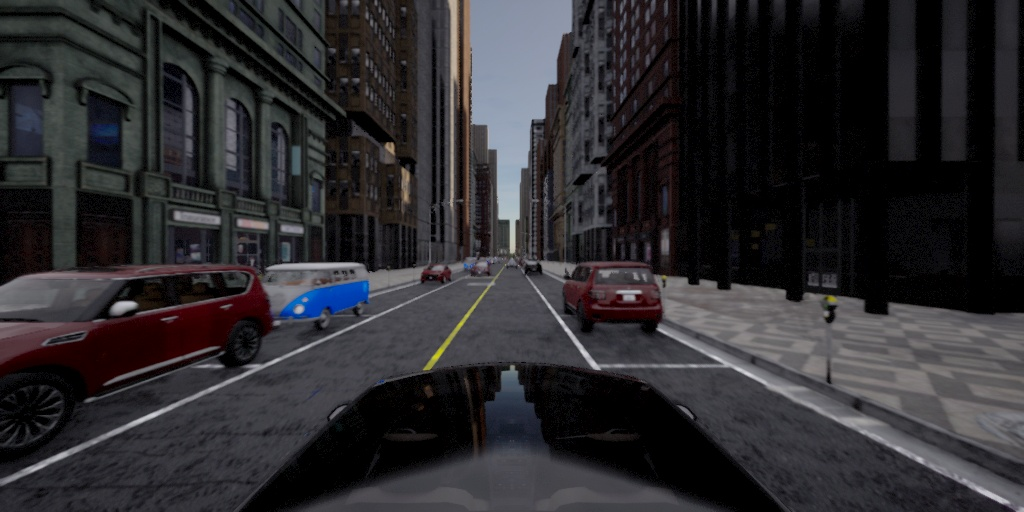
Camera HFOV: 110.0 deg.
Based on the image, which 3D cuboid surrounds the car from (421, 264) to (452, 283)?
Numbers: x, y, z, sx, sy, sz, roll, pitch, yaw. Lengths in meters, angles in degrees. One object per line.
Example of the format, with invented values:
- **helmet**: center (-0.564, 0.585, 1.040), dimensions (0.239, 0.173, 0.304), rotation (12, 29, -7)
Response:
- **car**: center (-5.768, 1.315, 27.725), dimensions (1.888, 1.381, 4.507), rotation (0, 0, 0)

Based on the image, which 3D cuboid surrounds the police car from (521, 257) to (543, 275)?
- **police car**: center (2.358, 1.211, 40.438), dimensions (1.930, 1.638, 5.238), rotation (0, 0, 0)

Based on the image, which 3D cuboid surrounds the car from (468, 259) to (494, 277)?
- **car**: center (-3.097, 1.306, 36.665), dimensions (1.812, 1.442, 4.674), rotation (0, 0, 0)

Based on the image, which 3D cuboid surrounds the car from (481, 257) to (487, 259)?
- **car**: center (-5.776, 1.378, 61.545), dimensions (1.948, 1.339, 4.313), rotation (0, 0, 0)

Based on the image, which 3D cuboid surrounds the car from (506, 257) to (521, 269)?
- **car**: center (-0.012, 1.356, 58.567), dimensions (2.033, 1.411, 5.357), rotation (0, 0, 0)

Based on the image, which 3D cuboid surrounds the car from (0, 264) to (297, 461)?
- **car**: center (-5.764, 1.066, 5.178), dimensions (2.192, 1.841, 5.009), rotation (0, 0, 0)

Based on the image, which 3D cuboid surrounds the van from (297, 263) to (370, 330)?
- **van**: center (-5.765, 1.096, 10.815), dimensions (1.690, 1.789, 3.998), rotation (0, 0, 0)

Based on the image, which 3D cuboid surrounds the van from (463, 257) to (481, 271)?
- **van**: center (-5.773, 1.138, 50.271), dimensions (1.690, 1.789, 3.998), rotation (0, 0, 0)

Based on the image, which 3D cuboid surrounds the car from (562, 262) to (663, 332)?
- **car**: center (2.760, 1.070, 10.831), dimensions (2.192, 1.841, 5.009), rotation (0, 0, 0)
